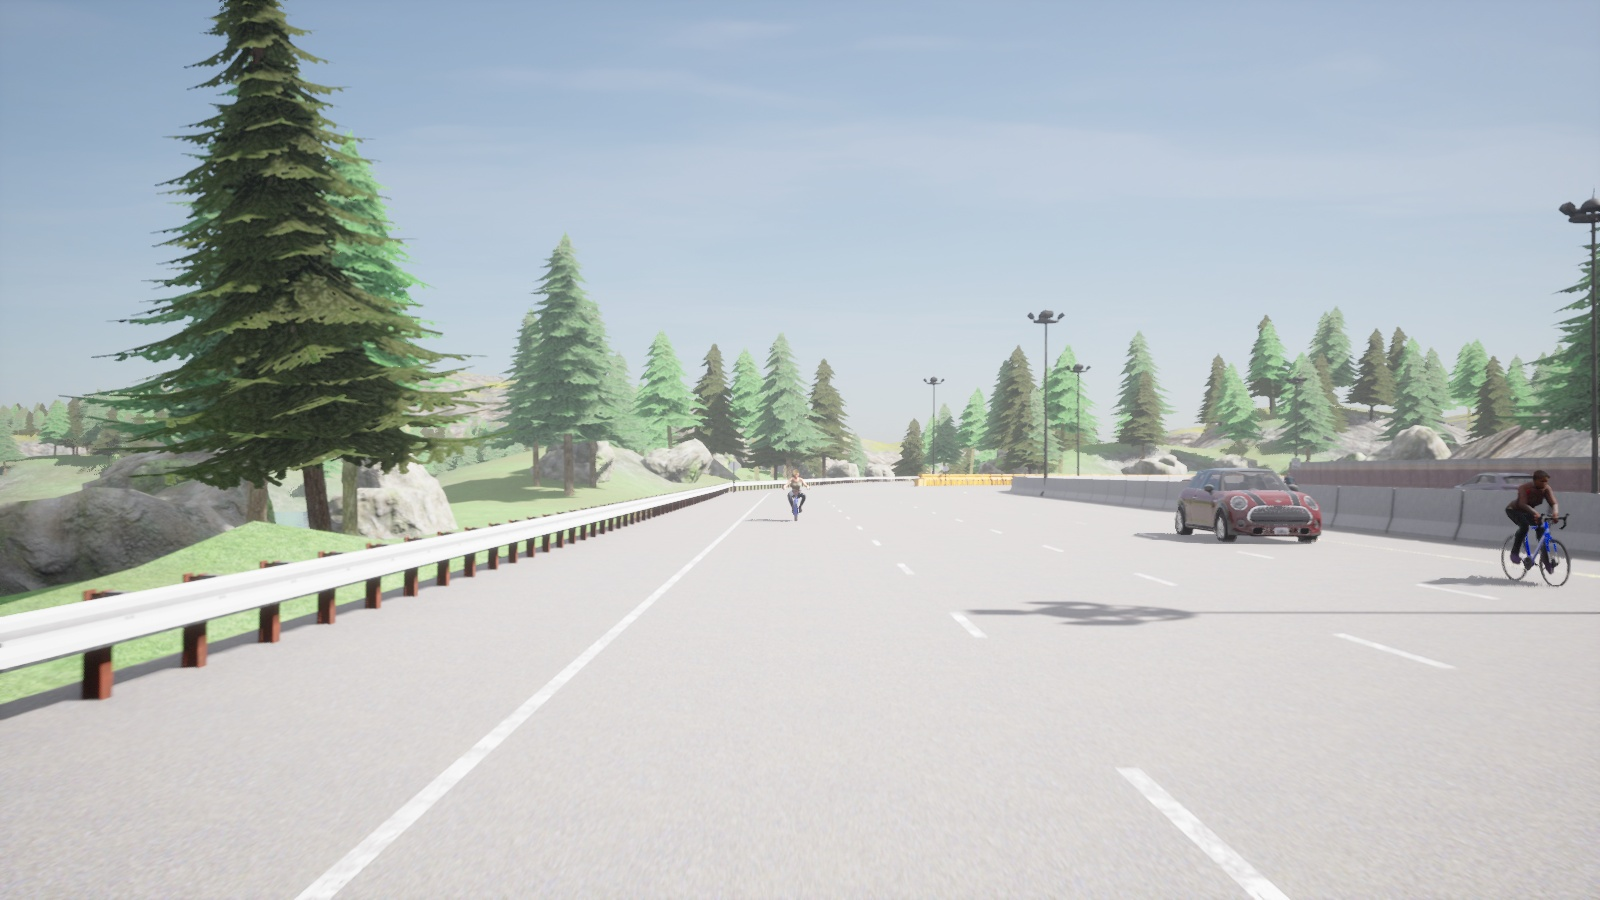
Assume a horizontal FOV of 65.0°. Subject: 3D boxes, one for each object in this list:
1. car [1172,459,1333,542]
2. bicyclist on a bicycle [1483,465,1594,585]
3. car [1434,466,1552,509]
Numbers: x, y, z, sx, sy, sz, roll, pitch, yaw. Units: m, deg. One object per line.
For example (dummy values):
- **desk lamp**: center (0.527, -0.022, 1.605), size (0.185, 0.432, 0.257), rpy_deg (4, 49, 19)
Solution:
- **car**: center (10.430, 1.122, 29.363), size (2.097, 1.767, 4.553), rpy_deg (0, -1, 0)
- **bicyclist on a bicycle**: center (10.458, 1.024, 17.836), size (0.582, 1.620, 1.656), rpy_deg (0, -1, 0)
- **car**: center (27.830, 1.480, 50.625), size (2.033, 1.649, 4.856), rpy_deg (0, -1, 0)
